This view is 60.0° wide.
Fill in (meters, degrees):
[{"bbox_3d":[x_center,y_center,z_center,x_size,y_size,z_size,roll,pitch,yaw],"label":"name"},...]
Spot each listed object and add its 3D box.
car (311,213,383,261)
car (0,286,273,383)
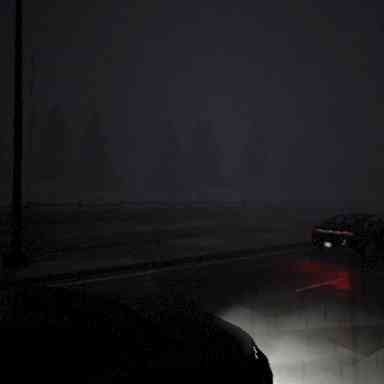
[{"bbox_3d":[6.573,1.575,12.647,4.902,1.511,2.128,0,0,-35],"label":"car"},{"bbox_3d":[-1.250,1.564,2.778,4.181,1.385,1.994,1,0,-36],"label":"car"}]
